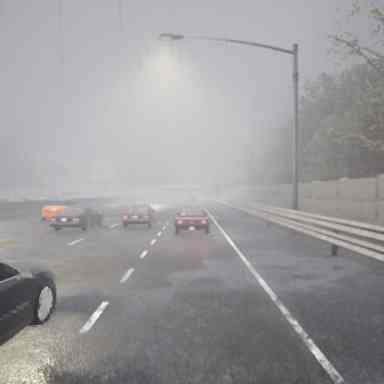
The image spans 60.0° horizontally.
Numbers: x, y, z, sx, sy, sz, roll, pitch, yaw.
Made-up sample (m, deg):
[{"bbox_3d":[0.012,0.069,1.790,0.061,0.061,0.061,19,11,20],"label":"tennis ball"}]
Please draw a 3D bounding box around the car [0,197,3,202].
[{"bbox_3d":[-28.054,1.539,48.216,2.128,1.511,4.902,0,0,1],"label":"car"}]

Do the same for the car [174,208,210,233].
[{"bbox_3d":[-0.003,1.609,19.613,1.895,1.301,4.718,0,0,0],"label":"car"}]

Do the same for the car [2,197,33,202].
[{"bbox_3d":[-24.568,1.538,48.005,2.128,1.511,4.902,0,0,0],"label":"car"}]

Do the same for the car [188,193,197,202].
[{"bbox_3d":[-0.012,1.672,82.253,1.812,1.442,4.674,0,0,0],"label":"car"}]

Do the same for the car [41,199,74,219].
[{"bbox_3d":[-10.403,1.367,27.162,2.097,1.767,4.553,0,0,0],"label":"car"}]

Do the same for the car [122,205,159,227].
[{"bbox_3d":[-3.404,1.558,22.538,2.033,1.411,5.357,0,0,0],"label":"car"}]

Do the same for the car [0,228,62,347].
[{"bbox_3d":[-3.399,1.507,4.188,1.837,1.490,4.892,0,0,0],"label":"car"}]

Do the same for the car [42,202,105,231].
[{"bbox_3d":[-6.901,1.557,20.516,2.033,1.411,5.357,0,0,0],"label":"car"}]
